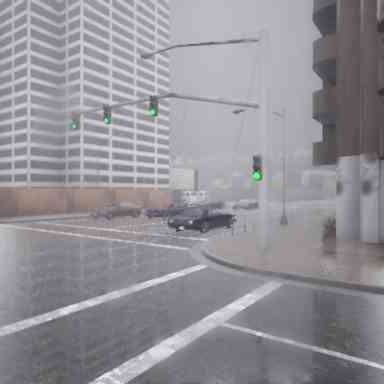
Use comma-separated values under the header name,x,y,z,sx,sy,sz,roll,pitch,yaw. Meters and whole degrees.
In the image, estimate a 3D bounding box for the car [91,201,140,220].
name,x,y,z,sx,sy,sz,roll,pitch,yaw
car,-6.196,1.500,27.722,1.812,1.442,4.674,0,0,34

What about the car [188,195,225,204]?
name,x,y,z,sx,sy,sz,roll,pitch,yaw
car,2.093,1.451,39.491,1.882,1.535,5.008,0,0,35

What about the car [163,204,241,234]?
name,x,y,z,sx,sy,sz,roll,pitch,yaw
car,0.739,1.588,19.197,1.895,1.301,4.718,0,0,35

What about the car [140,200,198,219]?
name,x,y,z,sx,sy,sz,roll,pitch,yaw
car,-1.798,1.579,27.923,1.895,1.301,4.718,0,0,35

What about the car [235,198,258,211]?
name,x,y,z,sx,sy,sz,roll,pitch,yaw
car,6.544,1.504,39.706,1.812,1.442,4.674,0,0,35
